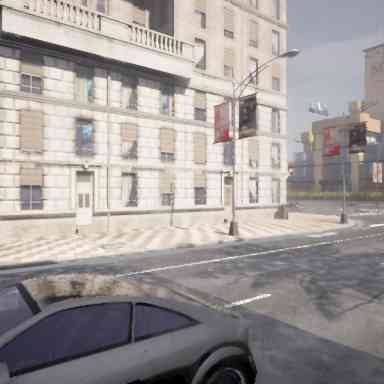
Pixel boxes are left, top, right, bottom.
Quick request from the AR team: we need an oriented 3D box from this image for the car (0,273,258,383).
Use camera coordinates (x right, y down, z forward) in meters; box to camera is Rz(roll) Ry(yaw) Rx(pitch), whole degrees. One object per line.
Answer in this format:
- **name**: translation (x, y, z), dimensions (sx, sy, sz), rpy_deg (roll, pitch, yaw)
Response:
- **car**: translation (-1.386, 1.564, 3.038), dimensions (4.181, 1.385, 1.994), rpy_deg (0, 0, -35)

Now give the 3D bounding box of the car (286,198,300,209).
- **car**: translation (12.069, 1.505, 44.629), dimensions (1.837, 1.490, 4.892), rpy_deg (0, 0, -36)
